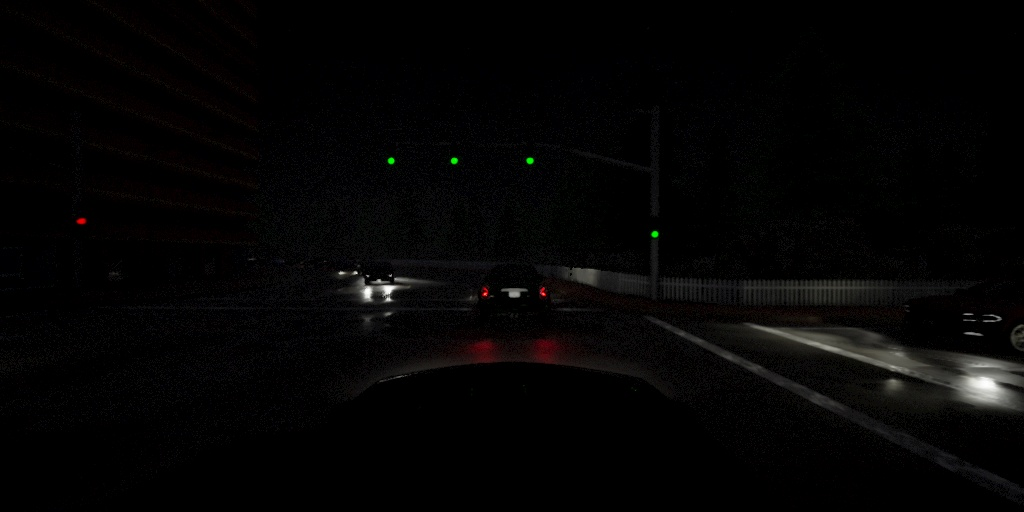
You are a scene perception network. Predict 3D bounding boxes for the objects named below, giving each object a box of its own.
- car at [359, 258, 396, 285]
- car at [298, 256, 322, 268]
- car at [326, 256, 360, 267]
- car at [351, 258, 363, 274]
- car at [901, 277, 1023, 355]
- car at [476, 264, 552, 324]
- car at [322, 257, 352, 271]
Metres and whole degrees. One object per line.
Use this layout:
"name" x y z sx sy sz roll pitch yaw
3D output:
"car" -9.007 1.102 24.622 2.033 1.411 5.357 0 0 -18
"car" -27.750 0.864 51.361 4.892 1.490 1.837 0 0 23
"car" -25.582 0.823 54.213 5.008 1.535 1.882 0 0 23
"car" -13.277 0.984 33.622 2.128 1.511 4.902 0 0 -33
"car" 11.932 1.225 8.113 5.008 1.535 1.882 0 0 0
"car" 0.023 1.029 11.783 2.097 1.767 4.553 0 1 -1
"car" -19.827 0.910 41.630 5.008 1.535 1.882 0 0 43
